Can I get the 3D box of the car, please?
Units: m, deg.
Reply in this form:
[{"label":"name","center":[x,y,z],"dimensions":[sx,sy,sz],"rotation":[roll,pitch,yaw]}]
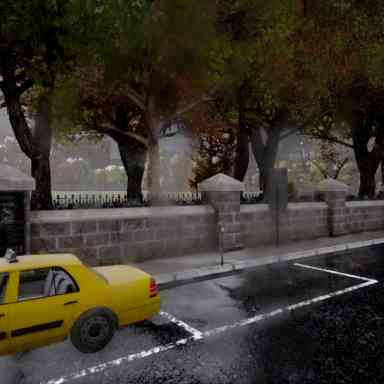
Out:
[{"label":"car","center":[-2.782,1.525,4.574],"dimensions":[4.829,1.417,1.752],"rotation":[0,0,-35]}]
